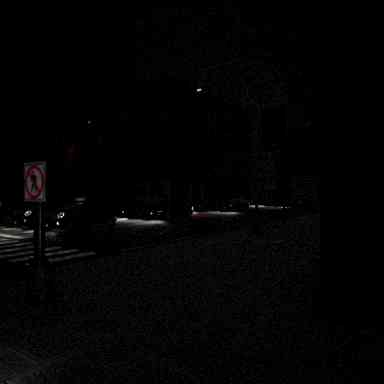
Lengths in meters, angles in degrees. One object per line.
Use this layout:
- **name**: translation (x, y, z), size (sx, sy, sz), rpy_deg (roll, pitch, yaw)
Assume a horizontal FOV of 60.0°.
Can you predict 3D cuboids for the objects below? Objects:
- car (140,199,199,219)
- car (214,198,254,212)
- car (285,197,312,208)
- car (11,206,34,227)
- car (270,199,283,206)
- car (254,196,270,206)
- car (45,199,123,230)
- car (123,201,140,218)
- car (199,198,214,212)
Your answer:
- **car**: translation (-1.775, 1.413, 27.888), size (1.837, 1.490, 4.892), rpy_deg (0, 0, 35)
- **car**: translation (4.771, 1.386, 37.129), size (1.812, 1.442, 4.674), rpy_deg (0, 0, 35)
- **car**: translation (14.786, 1.347, 45.323), size (2.033, 1.411, 5.357), rpy_deg (0, 0, 35)
- **car**: translation (-9.634, 1.304, 22.411), size (2.097, 1.767, 4.553), rpy_deg (0, 0, 35)
- **car**: translation (13.776, 1.354, 49.694), size (1.837, 1.490, 4.892), rpy_deg (0, 0, 35)
- **car**: translation (10.914, 1.367, 51.283), size (1.994, 1.385, 4.181), rpy_deg (0, 0, 35)
- **car**: translation (-6.910, 1.297, 20.632), size (2.097, 1.767, 4.553), rpy_deg (0, 0, 35)
- **car**: translation (-4.644, 1.480, 29.471), size (1.994, 1.385, 4.181), rpy_deg (0, 0, 35)
- **car**: translation (1.400, 1.419, 38.002), size (2.033, 1.411, 5.357), rpy_deg (0, 0, 36)
